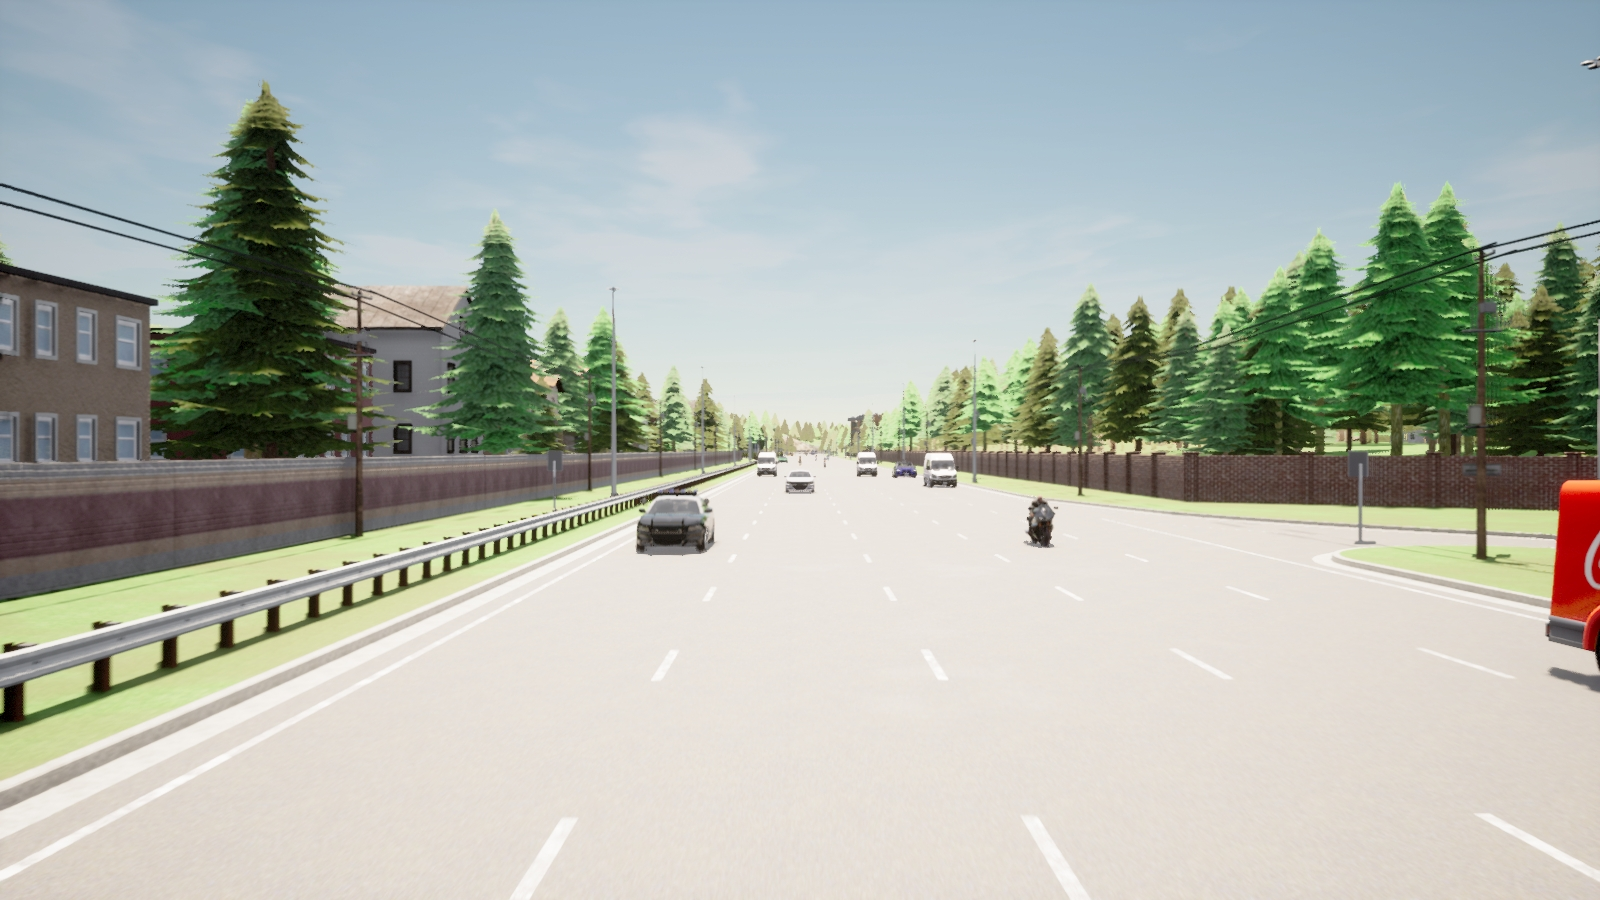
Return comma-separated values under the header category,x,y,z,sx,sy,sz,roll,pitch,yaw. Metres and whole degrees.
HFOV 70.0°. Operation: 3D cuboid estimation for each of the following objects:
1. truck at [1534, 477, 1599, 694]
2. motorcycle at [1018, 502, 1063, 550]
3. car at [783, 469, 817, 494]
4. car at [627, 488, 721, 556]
category,x,y,z,sx,sy,sz,roll,pitch,yaw
truck,10.500,1.568,11.703,2.627,2.467,5.204,0,0,0
motorcycle,7.002,2.205,33.389,0.867,1.251,2.209,0,0,0
car,0.003,2.034,74.791,2.097,1.535,5.006,0,0,0
car,-3.499,1.982,32.646,2.097,1.638,5.238,0,0,0
